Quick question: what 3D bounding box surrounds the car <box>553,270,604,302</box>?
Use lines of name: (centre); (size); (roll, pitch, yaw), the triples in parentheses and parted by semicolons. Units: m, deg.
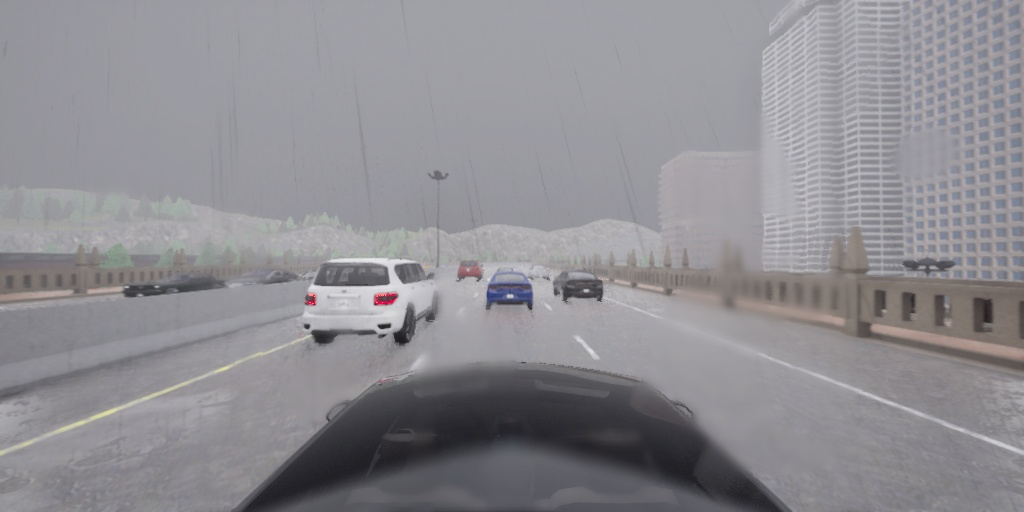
car: (3.313, 1.461, 18.740); (1.882, 1.535, 5.008); (0, -1, -1)

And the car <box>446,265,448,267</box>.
car: (-11.998, 2.107, 61.707); (1.812, 1.442, 4.674); (0, -1, -1)

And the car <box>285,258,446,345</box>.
car: (-3.503, 1.090, 10.051); (2.150, 2.045, 5.566); (0, -1, -1)

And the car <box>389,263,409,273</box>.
car: (-18.965, 2.046, 60.578); (1.882, 1.535, 5.008); (0, -1, -1)

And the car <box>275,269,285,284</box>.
car: (-10.930, 1.492, 20.581); (1.882, 1.535, 5.008); (0, -1, -2)

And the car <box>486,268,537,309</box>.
car: (-0.128, 1.427, 16.187); (1.882, 1.535, 5.008); (0, -1, -1)

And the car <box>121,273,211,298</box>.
car: (-17.901, 1.602, 19.428); (1.895, 1.301, 4.718); (0, -1, -2)

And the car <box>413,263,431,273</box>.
car: (-15.504, 2.063, 61.923); (1.882, 1.535, 5.008); (0, -1, -1)

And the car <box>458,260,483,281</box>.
car: (-4.154, 1.447, 36.086); (2.150, 2.045, 5.566); (0, -1, -2)

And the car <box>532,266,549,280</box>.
car: (2.789, 1.771, 37.729); (1.812, 1.442, 4.674); (0, -1, -2)

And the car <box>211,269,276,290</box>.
car: (-14.444, 1.514, 21.062); (2.128, 1.511, 4.902); (0, -1, -2)
